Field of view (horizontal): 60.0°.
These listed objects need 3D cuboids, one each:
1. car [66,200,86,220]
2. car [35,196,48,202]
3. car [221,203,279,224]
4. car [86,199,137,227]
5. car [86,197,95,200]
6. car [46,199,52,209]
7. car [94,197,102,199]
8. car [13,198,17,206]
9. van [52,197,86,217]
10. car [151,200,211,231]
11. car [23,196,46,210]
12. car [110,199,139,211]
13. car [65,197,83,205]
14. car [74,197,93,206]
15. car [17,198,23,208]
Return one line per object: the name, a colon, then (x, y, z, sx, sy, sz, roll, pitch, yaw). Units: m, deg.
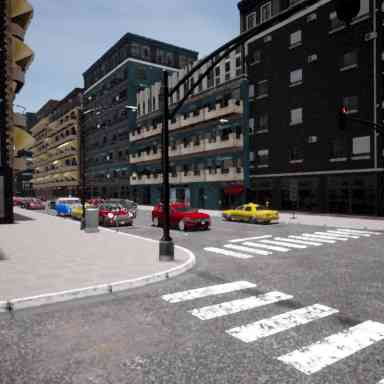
car: (-8.918, 1.651, 28.316, 1.752, 1.417, 4.829, -1, 1, -35)
car: (-37.525, 1.727, 82.893, 1.887, 1.381, 4.507, -1, 1, -35)
car: (4.132, 1.497, 24.443, 1.752, 1.417, 4.829, -1, 1, -35)
car: (-5.807, 1.552, 23.948, 1.967, 1.590, 4.097, -1, 1, -35)
car: (-15.043, 1.500, 51.344, 1.967, 1.590, 4.097, -1, 1, -35)
car: (-17.973, 1.630, 45.585, 2.128, 1.511, 4.902, -1, 0, -35)
car: (-6.638, 1.439, 29.577, 2.097, 1.767, 4.553, -1, 0, -35)
car: (-31.501, 1.782, 60.003, 1.887, 1.381, 4.507, -1, 1, -35)
van: (-12.232, 1.482, 32.960, 1.690, 1.788, 3.998, -1, 1, -35)
car: (-0.804, 1.538, 21.403, 1.882, 1.535, 5.008, -1, 0, -36)
car: (-21.867, 1.627, 46.481, 1.967, 1.590, 4.097, -1, 1, -35)
car: (-8.617, 1.580, 42.331, 2.008, 1.369, 4.403, -1, 1, -35)
car: (-21.465, 1.644, 60.359, 2.008, 1.369, 4.403, -1, 1, -35)
car: (-18.253, 1.642, 55.852, 1.947, 1.339, 4.313, -1, 1, -35)
car: (-25.077, 1.769, 50.989, 1.947, 1.339, 4.313, -1, 1, -35)
